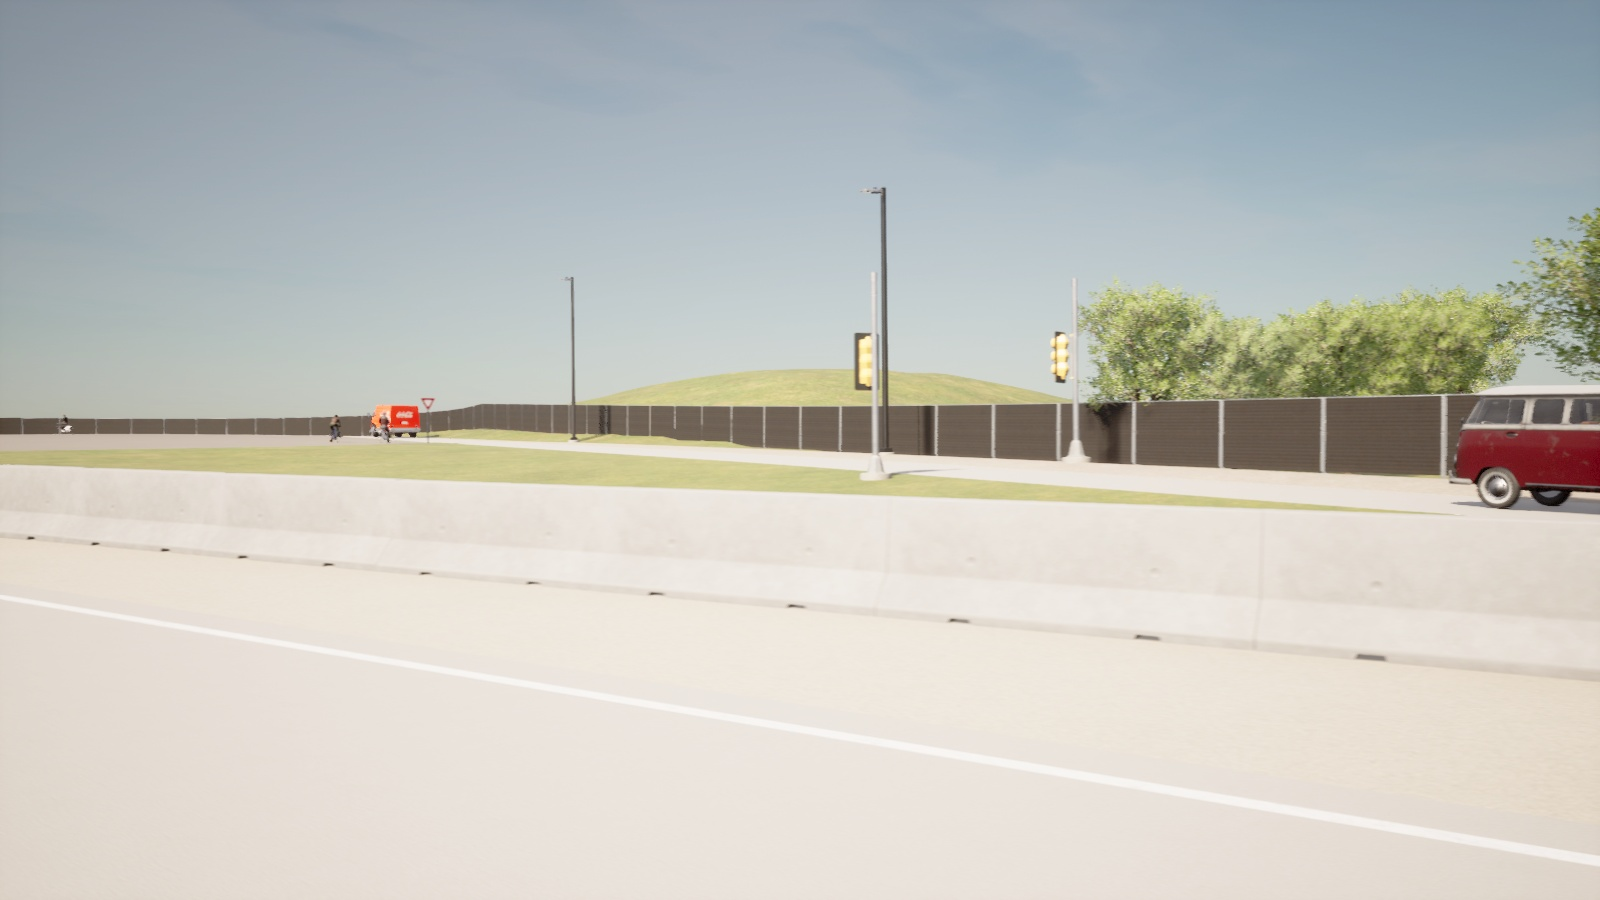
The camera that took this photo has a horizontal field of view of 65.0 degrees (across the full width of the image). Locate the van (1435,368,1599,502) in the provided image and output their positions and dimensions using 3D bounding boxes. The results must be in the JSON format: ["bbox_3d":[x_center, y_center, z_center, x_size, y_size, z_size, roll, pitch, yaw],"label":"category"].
[{"bbox_3d":[12.421,-0.244,19.361,1.775,1.987,4.442,-2,2,-30],"label":"van"}]
